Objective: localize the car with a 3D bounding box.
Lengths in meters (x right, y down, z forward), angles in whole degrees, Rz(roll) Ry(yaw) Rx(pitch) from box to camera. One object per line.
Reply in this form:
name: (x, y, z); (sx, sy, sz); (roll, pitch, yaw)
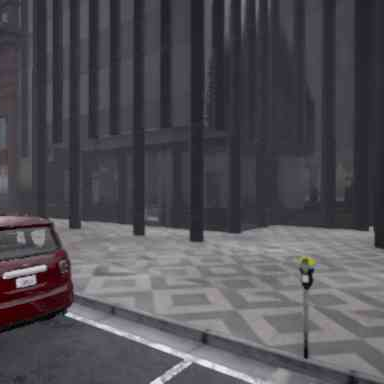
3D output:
car: (-4.220, 1.311, 5.970); (5.009, 1.841, 2.192); (0, 0, 35)
